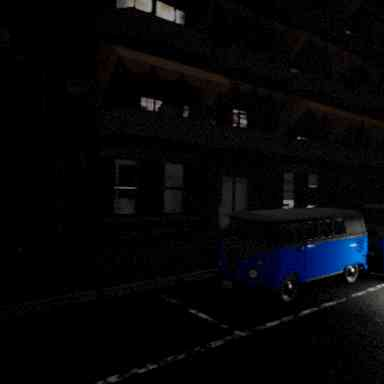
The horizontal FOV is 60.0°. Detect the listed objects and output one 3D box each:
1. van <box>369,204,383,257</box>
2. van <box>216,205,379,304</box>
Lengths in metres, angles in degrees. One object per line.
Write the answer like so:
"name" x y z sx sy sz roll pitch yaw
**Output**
"van" 6.946 1.256 10.955 3.998 1.788 1.690 0 2 -35
"van" 2.426 1.292 7.765 3.998 1.788 1.690 -1 2 -35
